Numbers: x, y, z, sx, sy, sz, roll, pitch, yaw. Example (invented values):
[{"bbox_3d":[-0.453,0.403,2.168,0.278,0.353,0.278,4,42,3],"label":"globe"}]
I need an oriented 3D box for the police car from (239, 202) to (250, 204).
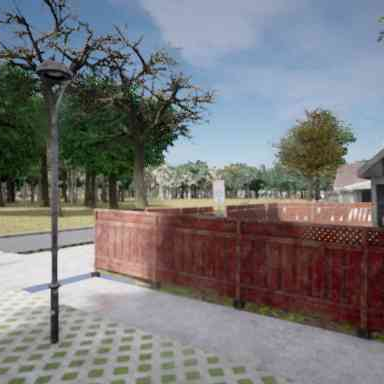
[{"bbox_3d":[6.380,2.016,40.783,2.038,1.542,4.974,-2,-2,34],"label":"police car"}]
